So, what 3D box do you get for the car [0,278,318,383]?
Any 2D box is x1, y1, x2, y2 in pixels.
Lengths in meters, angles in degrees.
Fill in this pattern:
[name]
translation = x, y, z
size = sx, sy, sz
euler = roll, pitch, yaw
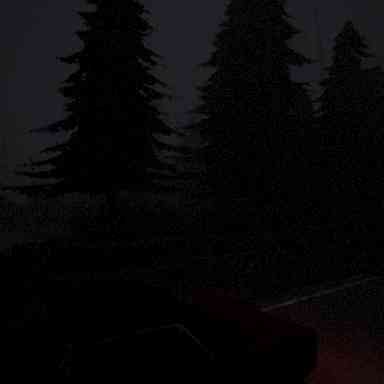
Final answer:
[car]
translation = -1.088, 1.607, 2.853
size = 4.718, 1.301, 1.895
euler = 1, 0, -36
